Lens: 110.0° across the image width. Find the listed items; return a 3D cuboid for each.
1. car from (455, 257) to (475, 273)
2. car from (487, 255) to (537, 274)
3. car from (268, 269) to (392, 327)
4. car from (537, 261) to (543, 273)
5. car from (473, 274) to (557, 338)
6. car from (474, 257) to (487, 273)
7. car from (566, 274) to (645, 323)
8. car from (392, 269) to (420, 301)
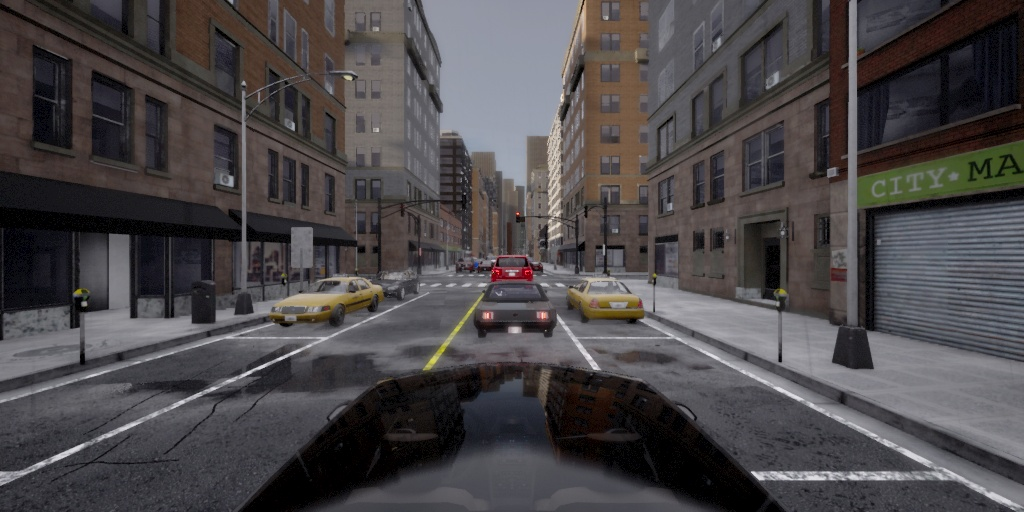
[{"bbox_3d":[-5.660,1.078,44.058,2.192,1.841,5.009,0,0,0],"label":"car"},{"bbox_3d":[0.004,0.974,19.936,2.150,2.045,5.566,0,0,0],"label":"car"},{"bbox_3d":[-5.666,1.276,11.589,1.751,1.417,4.829,0,0,0],"label":"car"},{"bbox_3d":[2.865,1.308,44.056,1.888,1.381,4.507,0,0,0],"label":"car"},{"bbox_3d":[0.083,1.351,10.166,1.895,1.301,4.718,0,0,0],"label":"car"},{"bbox_3d":[-3.092,1.241,43.632,1.882,1.535,5.008,0,0,0],"label":"car"},{"bbox_3d":[2.859,1.276,11.927,1.751,1.417,4.829,0,0,0],"label":"car"},{"bbox_3d":[-5.665,1.302,17.284,2.007,1.370,4.403,0,0,0],"label":"car"}]
